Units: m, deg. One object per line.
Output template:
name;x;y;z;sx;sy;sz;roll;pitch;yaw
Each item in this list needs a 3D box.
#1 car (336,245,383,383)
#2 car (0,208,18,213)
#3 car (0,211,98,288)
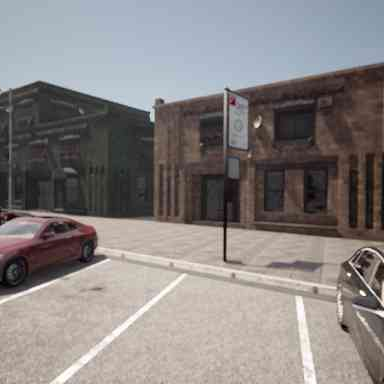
car;2.974;1.489;3.973;2.231;1.521;4.892;1;0;15
car;-6.812;1.362;10.903;2.163;1.488;4.792;1;0;16
car;-4.361;1.411;9.189;2.002;1.452;4.674;1;0;16
